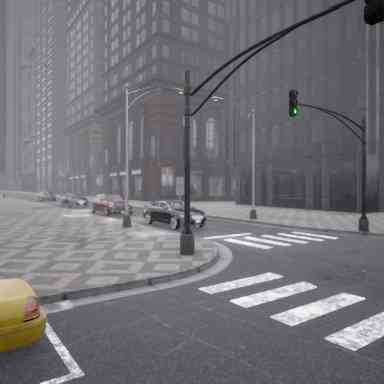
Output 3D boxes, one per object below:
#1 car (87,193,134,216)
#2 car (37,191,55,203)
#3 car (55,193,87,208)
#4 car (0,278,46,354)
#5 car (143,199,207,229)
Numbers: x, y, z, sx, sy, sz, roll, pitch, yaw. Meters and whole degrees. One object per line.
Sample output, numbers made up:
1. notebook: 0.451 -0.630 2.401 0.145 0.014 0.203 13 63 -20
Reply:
1. car: -6.435 0.895 26.639 2.097 1.767 4.553 0 1 -35
2. car: -19.892 0.644 45.471 1.837 1.490 4.892 0 0 -35
3. car: -12.336 0.853 34.857 2.128 1.511 4.902 0 1 -36
4. car: -4.259 1.525 3.614 4.829 1.417 1.752 0 0 -35
5. car: -1.104 1.205 19.218 2.128 1.511 4.902 0 1 -36
